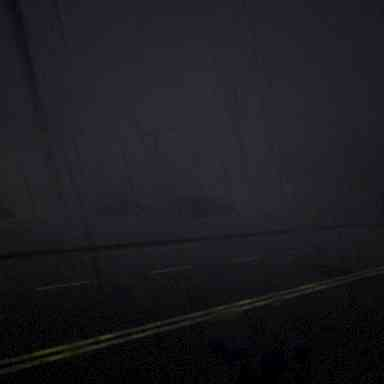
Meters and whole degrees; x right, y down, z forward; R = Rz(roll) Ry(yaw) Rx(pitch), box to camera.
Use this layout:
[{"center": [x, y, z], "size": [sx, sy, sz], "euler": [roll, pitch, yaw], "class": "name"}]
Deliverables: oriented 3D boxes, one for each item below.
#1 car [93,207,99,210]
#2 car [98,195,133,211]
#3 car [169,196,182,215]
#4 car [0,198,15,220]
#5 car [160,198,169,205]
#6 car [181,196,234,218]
[{"center": [-12.933, 1.619, 51.695], "size": [3.806, 1.475, 1.970], "euler": [1, 0, -35], "class": "car"}, {"center": [-11.269, 1.379, 49.326], "size": [3.866, 1.878, 1.905], "euler": [1, 0, -35], "class": "car"}, {"center": [0.087, 1.378, 33.322], "size": [3.866, 1.878, 1.905], "euler": [1, 0, -35], "class": "car"}, {"center": [-15.740, 1.418, 25.449], "size": [3.806, 1.475, 1.970], "euler": [1, 0, -35], "class": "car"}, {"center": [-4.688, 1.902, 66.118], "size": [1.837, 1.490, 4.892], "euler": [1, -1, -33], "class": "car"}, {"center": [1.714, 1.374, 30.927], "size": [4.605, 1.855, 1.932], "euler": [1, 0, -35], "class": "car"}]
